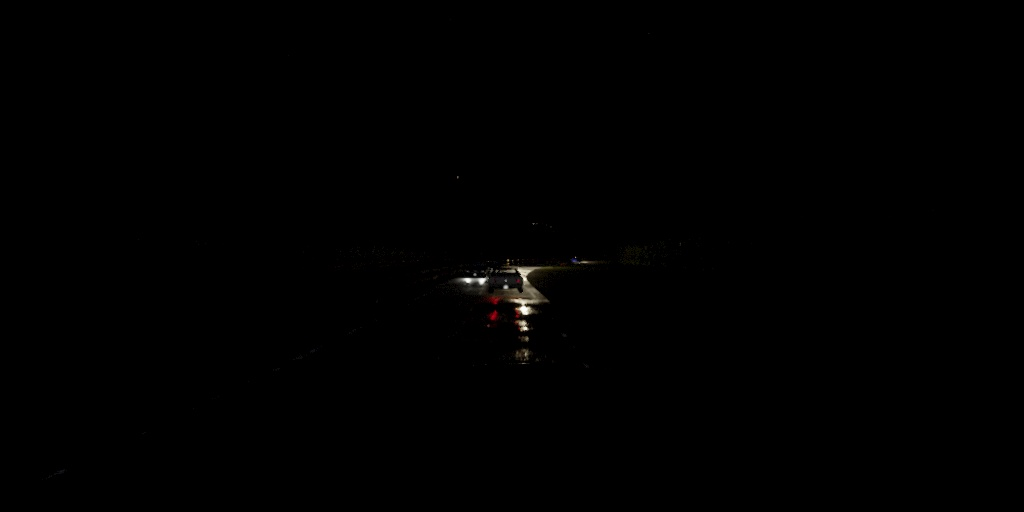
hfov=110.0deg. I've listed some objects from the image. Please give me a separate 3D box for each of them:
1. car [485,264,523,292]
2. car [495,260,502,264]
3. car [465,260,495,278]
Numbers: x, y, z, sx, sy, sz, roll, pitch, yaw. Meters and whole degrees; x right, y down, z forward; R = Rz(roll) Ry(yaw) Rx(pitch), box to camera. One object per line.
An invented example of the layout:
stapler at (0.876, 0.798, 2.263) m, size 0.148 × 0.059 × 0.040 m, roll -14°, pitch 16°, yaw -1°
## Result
car at (-0.405, 1.356, 21.342) m, size 1.895 × 1.301 × 4.718 m, roll 0°, pitch 0°, yaw -2°
car at (-2.216, 1.287, 46.551) m, size 1.812 × 1.442 × 4.674 m, roll 0°, pitch 0°, yaw 7°
car at (-3.198, 1.300, 34.768) m, size 2.033 × 1.411 × 5.357 m, roll 0°, pitch 0°, yaw 2°
